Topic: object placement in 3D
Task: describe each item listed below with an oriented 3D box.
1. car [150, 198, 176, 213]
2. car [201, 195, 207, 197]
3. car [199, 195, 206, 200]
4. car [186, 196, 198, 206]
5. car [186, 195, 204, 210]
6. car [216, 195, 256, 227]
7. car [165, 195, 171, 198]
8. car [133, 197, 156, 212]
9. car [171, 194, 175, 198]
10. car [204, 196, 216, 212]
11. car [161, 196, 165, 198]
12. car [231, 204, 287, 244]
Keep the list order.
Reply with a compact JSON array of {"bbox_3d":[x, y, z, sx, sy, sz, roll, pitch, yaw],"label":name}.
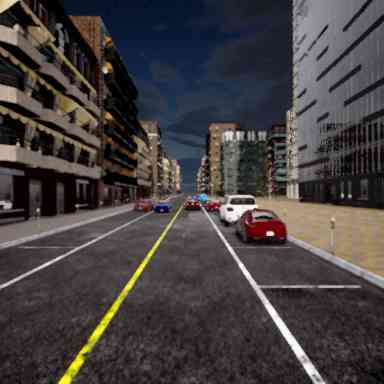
[{"bbox_3d":[-3.088,1.583,36.168,1.895,1.301,4.718,0,0,0],"label":"car"},{"bbox_3d":[2.713,1.527,49.798,2.008,1.369,4.403,1,0,0],"label":"car"},{"bbox_3d":[2.806,1.508,89.496,1.887,1.381,4.507,1,0,0],"label":"car"},{"bbox_3d":[0.045,1.500,55.498,1.812,1.442,4.674,0,0,0],"label":"car"},{"bbox_3d":[0.096,1.526,43.034,2.033,1.411,5.357,0,0,0],"label":"car"},{"bbox_3d":[3.112,1.216,22.759,2.150,2.045,5.566,0,0,0],"label":"car"},{"bbox_3d":[-5.664,1.552,66.511,1.802,1.307,4.206,1,0,0],"label":"car"},{"bbox_3d":[-5.670,1.525,38.662,1.887,1.381,4.507,1,0,0],"label":"car"},{"bbox_3d":[-5.664,1.406,77.650,1.967,1.590,4.097,1,0,0],"label":"car"},{"bbox_3d":[2.711,1.526,38.659,1.887,1.381,4.507,1,0,0],"label":"car"},{"bbox_3d":[-5.666,1.416,49.801,1.967,1.590,4.097,1,0,0],"label":"car"},{"bbox_3d":[3.153,1.517,15.728,1.812,1.442,4.674,0,0,0],"label":"car"}]
